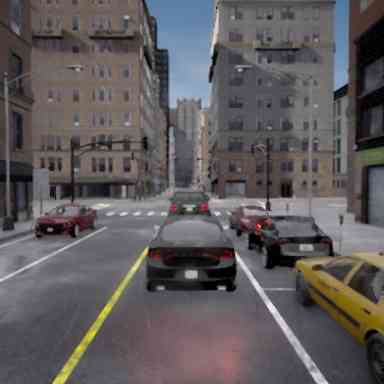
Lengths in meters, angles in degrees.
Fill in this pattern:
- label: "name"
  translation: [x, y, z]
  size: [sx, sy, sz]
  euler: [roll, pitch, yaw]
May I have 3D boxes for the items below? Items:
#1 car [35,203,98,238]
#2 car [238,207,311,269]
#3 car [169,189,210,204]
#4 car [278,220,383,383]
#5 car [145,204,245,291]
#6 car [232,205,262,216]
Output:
- label: "car"
  translation: [-5.792, 1.252, 15.770]
  size: [1.887, 1.381, 4.507]
  euler: [-1, 1, 0]
- label: "car"
  translation: [2.796, 1.363, 10.254]
  size: [1.947, 1.339, 4.313]
  euler: [-1, 1, 0]
- label: "car"
  translation: [-0.140, 0.863, 18.709]
  size: [2.150, 2.045, 5.566]
  euler: [0, 1, 0]
- label: "car"
  translation: [2.837, 1.426, 4.838]
  size: [1.752, 1.417, 4.829]
  euler: [-1, 1, 0]
- label: "car"
  translation: [-0.015, 1.312, 8.583]
  size: [1.882, 1.535, 5.008]
  euler: [0, 1, 0]
- label: "car"
  translation: [2.753, 1.273, 15.839]
  size: [1.802, 1.307, 4.206]
  euler: [-1, 1, 0]
